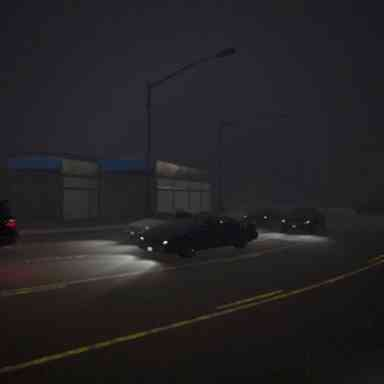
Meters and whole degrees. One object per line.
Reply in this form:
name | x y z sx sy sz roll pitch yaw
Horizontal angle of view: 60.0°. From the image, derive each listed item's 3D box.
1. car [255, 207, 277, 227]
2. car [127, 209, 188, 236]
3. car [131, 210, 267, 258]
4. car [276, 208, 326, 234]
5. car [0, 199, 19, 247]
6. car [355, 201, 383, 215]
car | 5.466 1.815 24.785 1.895 1.301 4.718 0 0 31
car | -1.047 1.626 16.808 4.674 1.442 1.812 1 -1 -44
car | 0.502 1.640 13.457 5.357 1.411 2.033 1 -1 -42
car | 7.178 1.731 21.087 1.812 1.442 4.674 0 -1 34
car | -8.701 1.211 10.706 5.566 2.045 2.150 1 -1 -37
car | 21.532 1.818 40.290 2.097 1.767 4.553 0 0 5
